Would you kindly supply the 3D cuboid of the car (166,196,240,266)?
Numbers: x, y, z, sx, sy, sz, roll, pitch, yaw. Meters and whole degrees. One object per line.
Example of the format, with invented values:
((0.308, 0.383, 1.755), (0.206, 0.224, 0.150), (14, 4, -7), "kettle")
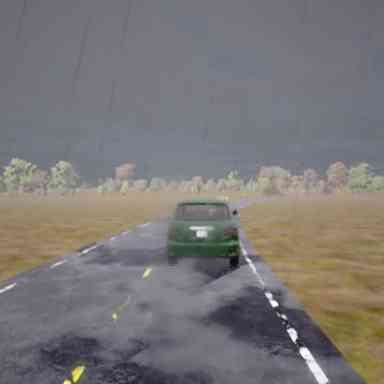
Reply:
((0.464, 1.224, 11.706), (2.150, 2.045, 5.566), (0, 0, 4), "car")

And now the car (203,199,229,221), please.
((2.171, 1.469, 28.897), (1.882, 1.535, 5.008), (0, 0, 8), "car")

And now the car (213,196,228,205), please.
((5.217, 1.439, 59.906), (1.882, 1.535, 5.008), (0, 0, 16), "car")
